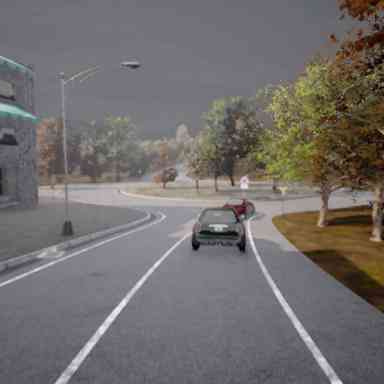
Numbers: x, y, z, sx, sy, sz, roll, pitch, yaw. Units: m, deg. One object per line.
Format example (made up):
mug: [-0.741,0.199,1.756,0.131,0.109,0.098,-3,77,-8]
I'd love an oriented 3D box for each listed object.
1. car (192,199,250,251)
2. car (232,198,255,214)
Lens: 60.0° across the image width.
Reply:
car: [1.254,1.396,14.574,2.097,1.767,4.553,1,0,7]
car: [3.980,1.225,27.867,1.882,1.535,5.008,2,4,22]
